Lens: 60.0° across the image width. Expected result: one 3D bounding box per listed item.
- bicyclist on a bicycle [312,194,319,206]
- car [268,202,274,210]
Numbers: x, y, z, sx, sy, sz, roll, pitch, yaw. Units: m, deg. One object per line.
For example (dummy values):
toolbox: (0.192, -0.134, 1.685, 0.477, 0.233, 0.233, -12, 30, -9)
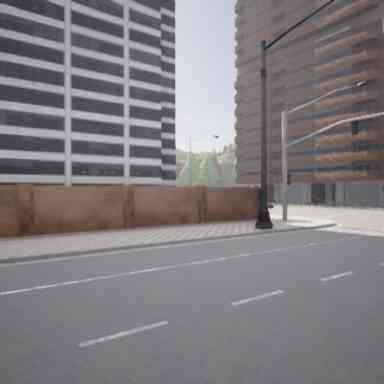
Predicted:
bicyclist on a bicycle: (17.248, 1.145, 46.285, 1.656, 1.620, 0.582, -1, 0, -36)
car: (7.468, 1.367, 39.369, 1.882, 1.535, 5.008, 0, 0, -36)
